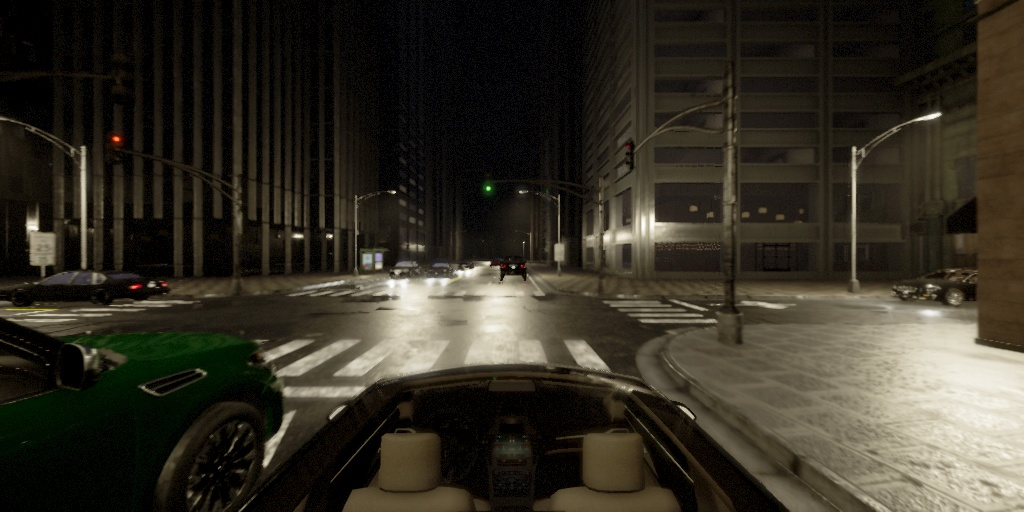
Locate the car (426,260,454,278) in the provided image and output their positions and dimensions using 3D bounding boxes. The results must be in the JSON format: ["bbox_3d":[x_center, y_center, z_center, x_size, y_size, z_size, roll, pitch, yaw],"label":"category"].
[{"bbox_3d":[-6.572,1.320,33.248,1.994,1.385,4.181,0,0,0],"label":"car"}]

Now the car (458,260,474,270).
[{"bbox_3d":[-6.528,1.255,51.357,2.128,1.511,4.902,0,0,0],"label":"car"}]

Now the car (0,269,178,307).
[{"bbox_3d":[-17.775,1.292,15.086,5.357,1.411,2.033,0,0,-3],"label":"car"}]

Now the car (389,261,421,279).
[{"bbox_3d":[-9.821,1.248,33.249,2.128,1.511,4.902,0,0,0],"label":"car"}]

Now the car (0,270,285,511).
[{"bbox_3d":[-3.150,0.970,0.878,2.150,2.045,5.566,0,0,0],"label":"car"}]

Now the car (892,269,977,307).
[{"bbox_3d":[18.758,1.268,14.867,4.892,1.490,1.837,0,0,0],"label":"car"}]

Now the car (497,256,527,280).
[{"bbox_3d":[0.115,0.977,30.892,2.150,2.045,5.566,0,0,0],"label":"car"}]
